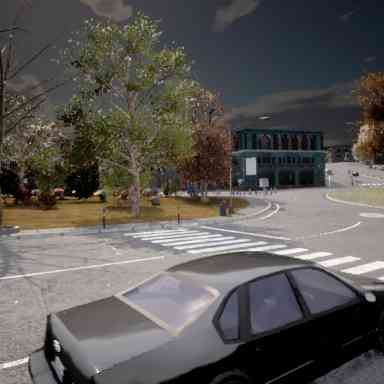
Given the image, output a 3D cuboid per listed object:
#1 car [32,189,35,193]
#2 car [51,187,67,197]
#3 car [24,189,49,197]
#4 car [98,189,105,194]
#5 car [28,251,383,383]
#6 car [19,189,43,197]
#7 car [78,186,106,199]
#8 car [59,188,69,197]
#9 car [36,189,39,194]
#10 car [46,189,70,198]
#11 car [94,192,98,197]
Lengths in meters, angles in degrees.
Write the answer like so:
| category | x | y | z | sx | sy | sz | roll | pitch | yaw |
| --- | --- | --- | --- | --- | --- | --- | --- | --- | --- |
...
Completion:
| category | x | y | z | sx | sy | sz | roll | pitch | yaw |
| --- | --- | --- | --- | --- | --- | --- | --- | --- | --- |
| car | -33.171 | 0.103 | 74.628 | 2.185 | 1.767 | 4.553 | 0 | 2 | 18 |
| car | -26.155 | 0.062 | 69.107 | 2.435 | 2.045 | 5.566 | 0 | 2 | 18 |
| car | -35.534 | 0.195 | 76.337 | 1.946 | 1.575 | 5.366 | 0 | 3 | 19 |
| car | -14.324 | 0.125 | 60.106 | 2.185 | 1.767 | 4.553 | -2 | 1 | 17 |
| car | 0.880 | 1.543 | 4.368 | 5.357 | 1.411 | 2.033 | 0 | 0 | -35 |
| car | -37.783 | 0.151 | 78.382 | 2.097 | 1.535 | 5.008 | 0 | 3 | 19 |
| car | -19.069 | 0.054 | 63.734 | 2.435 | 2.045 | 5.566 | -2 | 2 | 17 |
| car | -23.796 | 0.352 | 67.297 | 2.163 | 1.488 | 4.792 | -1 | 2 | 17 |
| car | -30.823 | 0.263 | 72.817 | 2.097 | 1.535 | 5.008 | 0 | 2 | 18 |
| car | -28.497 | 0.294 | 70.970 | 2.231 | 1.521 | 4.892 | -1 | 2 | 18 |
| car | -16.734 | 0.287 | 61.737 | 1.946 | 1.575 | 5.366 | -1 | 2 | 17 |
